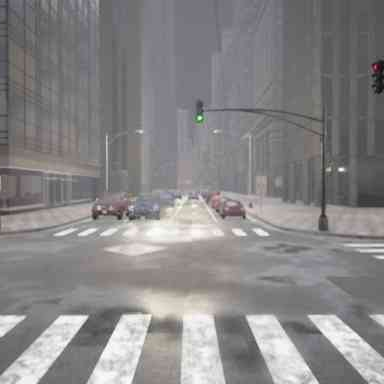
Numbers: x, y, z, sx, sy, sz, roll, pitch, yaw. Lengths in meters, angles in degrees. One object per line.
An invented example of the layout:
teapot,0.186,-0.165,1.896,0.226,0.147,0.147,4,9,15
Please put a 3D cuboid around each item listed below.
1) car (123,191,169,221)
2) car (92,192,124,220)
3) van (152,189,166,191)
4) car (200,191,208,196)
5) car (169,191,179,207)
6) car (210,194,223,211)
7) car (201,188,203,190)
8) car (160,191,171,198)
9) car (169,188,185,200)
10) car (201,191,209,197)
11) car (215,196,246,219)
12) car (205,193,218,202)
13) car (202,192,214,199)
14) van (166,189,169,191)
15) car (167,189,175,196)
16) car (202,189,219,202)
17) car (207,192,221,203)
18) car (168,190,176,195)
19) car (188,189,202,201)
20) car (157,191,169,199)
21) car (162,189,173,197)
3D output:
car,-3.048,0.997,23.173,2.097,1.767,4.553,0,1,2
car,-5.659,0.946,24.058,2.192,1.841,5.009,0,1,0
van,-5.539,0.552,52.149,1.690,1.788,3.998,0,1,0
car,3.130,0.298,85.840,1.802,1.307,4.206,0,1,0
car,-2.922,0.965,38.225,2.033,1.411,5.357,0,1,1
car,2.890,1.129,29.663,1.802,1.307,4.206,0,1,0
car,3.058,0.508,68.986,1.887,1.381,4.507,0,1,0
car,-5.467,0.528,69.006,1.947,1.339,4.313,0,1,0
car,-2.753,0.597,58.516,1.882,1.535,5.008,0,1,0
car,3.106,0.364,80.222,1.947,1.339,4.313,0,1,0
car,2.866,1.213,24.045,1.802,1.307,4.206,0,1,0
car,2.986,0.794,52.134,1.802,1.307,4.206,0,1,0
car,3.034,0.611,63.369,1.947,1.339,4.313,0,1,0
van,-5.515,0.469,57.766,1.690,1.788,3.998,0,1,0
car,-5.395,0.156,85.859,1.967,1.590,4.097,0,1,0
car,2.962,0.610,46.512,2.192,1.841,5.009,0,1,0
car,2.914,1.008,35.280,1.887,1.381,4.507,0,1,0
car,-5.371,0.178,91.479,1.887,1.381,4.507,0,1,0
car,0.232,0.727,54.287,2.033,1.411,5.357,0,1,0
car,-5.491,0.595,63.388,2.008,1.369,4.403,0,1,0
car,-5.443,0.195,74.621,2.192,1.841,5.009,0,1,0
